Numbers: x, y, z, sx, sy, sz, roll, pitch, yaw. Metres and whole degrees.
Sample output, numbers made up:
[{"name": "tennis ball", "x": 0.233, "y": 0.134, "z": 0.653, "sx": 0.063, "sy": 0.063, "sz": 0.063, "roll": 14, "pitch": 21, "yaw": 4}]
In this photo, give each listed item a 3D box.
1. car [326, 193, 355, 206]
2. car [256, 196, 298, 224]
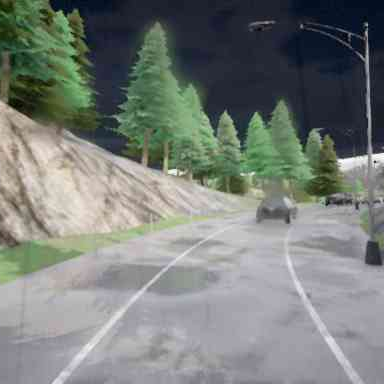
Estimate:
[{"name": "car", "x": 16.765, "y": 0.833, "z": 37.714, "sx": 4.674, "sy": 1.442, "sz": 1.812, "roll": -1, "pitch": -2, "yaw": -45}, {"name": "car", "x": 5.811, "y": 1.062, "z": 22.470, "sx": 2.097, "sy": 1.767, "sz": 4.553, "roll": -2, "pitch": 0, "yaw": 25}]
